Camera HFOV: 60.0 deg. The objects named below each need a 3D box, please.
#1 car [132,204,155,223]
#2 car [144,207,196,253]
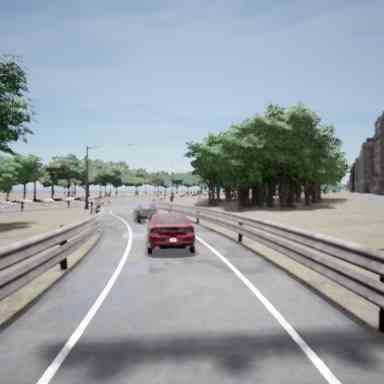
[{"bbox_3d":[-4.079,1.823,29.127,2.128,1.511,4.902,0,0,-16],"label":"car"},{"bbox_3d":[-1.037,1.642,14.711,1.882,1.535,5.008,0,0,-8],"label":"car"}]
